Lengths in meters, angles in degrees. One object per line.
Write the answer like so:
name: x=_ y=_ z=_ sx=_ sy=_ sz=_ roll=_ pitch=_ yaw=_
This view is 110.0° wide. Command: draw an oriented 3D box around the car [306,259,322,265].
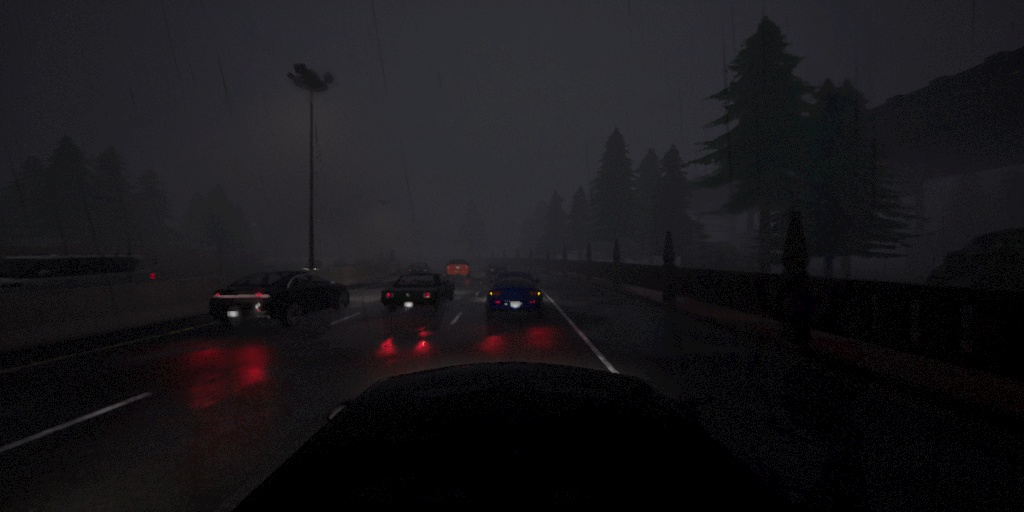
car: x=-29.676 y=1.146 z=53.845 sx=2.033 sy=1.411 sz=5.357 roll=0 pitch=0 yaw=-24

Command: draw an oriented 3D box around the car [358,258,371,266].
car: x=-22.734 y=1.086 z=55.291 sx=2.128 sy=1.511 sz=4.902 roll=0 pitch=0 yaw=-24

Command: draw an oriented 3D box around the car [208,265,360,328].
car: x=-6.904 y=1.214 z=11.291 sx=2.128 sy=1.511 sz=4.902 roll=0 pitch=0 yaw=0

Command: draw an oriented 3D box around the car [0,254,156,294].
car: x=-14.088 y=0.944 z=10.775 sx=2.150 sy=2.045 sz=5.566 roll=0 pitch=0 yaw=0

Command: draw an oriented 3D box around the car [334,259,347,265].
car: x=-27.417 y=1.190 z=57.206 sx=1.895 sy=1.301 sz=4.718 roll=0 pitch=0 yaw=-26

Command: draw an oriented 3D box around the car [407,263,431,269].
car: x=-8.495 y=1.260 z=32.998 sx=1.895 sy=1.301 sz=4.718 roll=0 pitch=0 yaw=-10

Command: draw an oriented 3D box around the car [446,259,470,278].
car: x=-4.968 y=1.012 z=32.820 sx=2.097 sy=1.767 sz=4.553 roll=0 pitch=0 yaw=-9

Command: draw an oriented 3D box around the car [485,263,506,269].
car: x=-1.438 y=1.261 z=33.118 sx=1.895 sy=1.301 sz=4.718 roll=0 pitch=0 yaw=-9

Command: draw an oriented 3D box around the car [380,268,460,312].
car: x=-3.425 y=1.315 z=14.043 sx=1.895 sy=1.301 sz=4.718 roll=0 pitch=0 yaw=-1

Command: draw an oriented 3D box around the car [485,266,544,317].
car: x=0.070 y=1.244 z=12.814 sx=1.812 sy=1.442 sz=4.674 roll=0 pitch=0 yaw=-1
